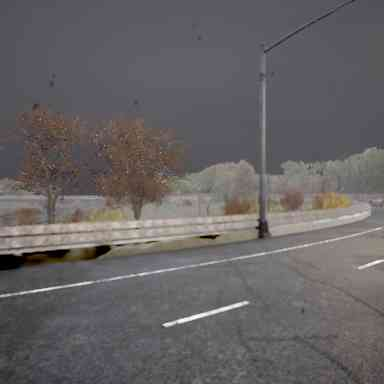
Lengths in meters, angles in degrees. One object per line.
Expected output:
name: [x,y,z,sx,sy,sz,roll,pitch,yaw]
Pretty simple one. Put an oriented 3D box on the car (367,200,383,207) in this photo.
car: [38.031,2.325,69.214,1.994,1.385,4.181,0,-1,10]
